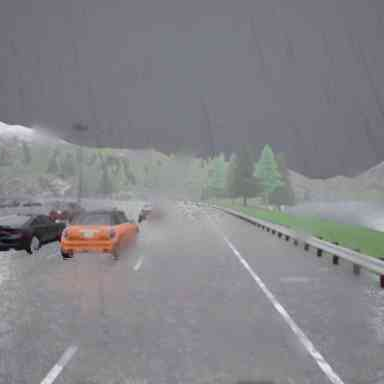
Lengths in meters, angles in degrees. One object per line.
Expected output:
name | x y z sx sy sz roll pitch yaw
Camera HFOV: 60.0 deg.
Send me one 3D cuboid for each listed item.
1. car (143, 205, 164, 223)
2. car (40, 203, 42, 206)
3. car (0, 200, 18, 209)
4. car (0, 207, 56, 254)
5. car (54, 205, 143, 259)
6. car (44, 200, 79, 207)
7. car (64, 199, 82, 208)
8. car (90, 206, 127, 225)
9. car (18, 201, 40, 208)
car | -3.468 1.847 28.870 1.812 1.442 4.674 0 0 0
car | -25.194 2.171 60.124 1.837 1.490 4.892 0 -1 -5
car | -32.052 2.155 58.820 1.837 1.490 4.892 0 -1 -5
car | -6.970 1.637 14.226 1.882 1.535 5.008 0 0 0
car | -3.476 1.501 13.399 2.097 1.767 4.553 0 -1 0
car | -10.472 1.667 28.401 2.097 1.767 4.553 0 -1 0
car | -21.792 2.158 61.259 1.882 1.535 5.008 0 -1 -5
car | -6.974 1.915 28.220 1.895 1.301 4.718 0 -1 0
car | -28.602 2.260 59.446 1.895 1.301 4.718 0 -1 -5
